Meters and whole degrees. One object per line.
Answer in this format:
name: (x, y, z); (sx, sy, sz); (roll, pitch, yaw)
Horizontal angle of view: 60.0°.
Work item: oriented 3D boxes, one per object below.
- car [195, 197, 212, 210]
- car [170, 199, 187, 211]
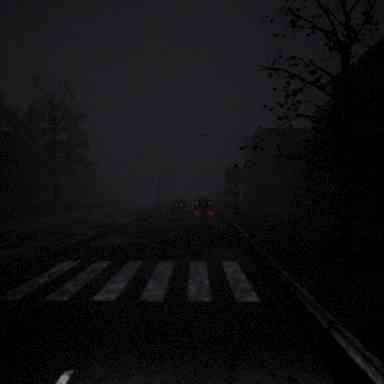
car: (1.520, 1.424, 43.467); (2.097, 1.767, 4.553); (0, 0, 2)
car: (-1.759, 1.608, 42.634); (2.033, 1.411, 5.357); (0, 0, 2)
